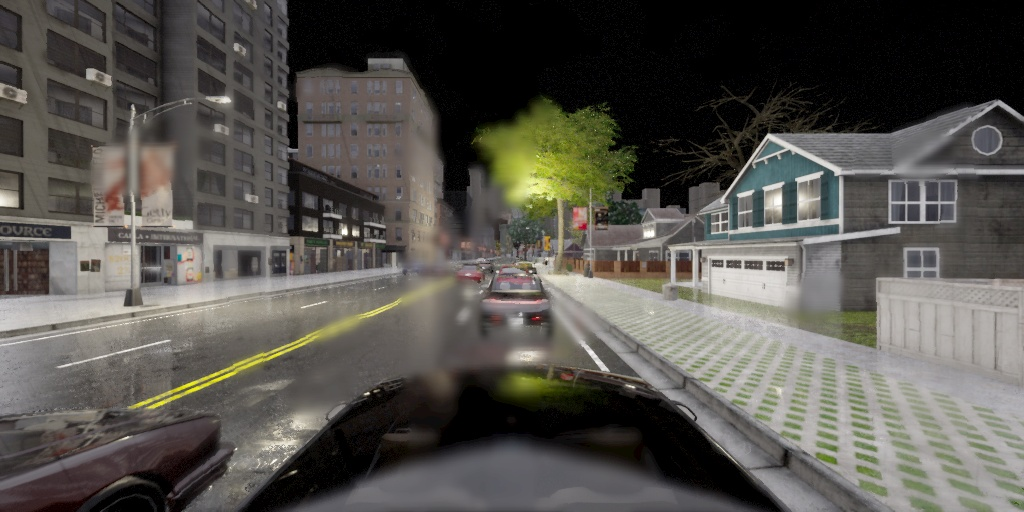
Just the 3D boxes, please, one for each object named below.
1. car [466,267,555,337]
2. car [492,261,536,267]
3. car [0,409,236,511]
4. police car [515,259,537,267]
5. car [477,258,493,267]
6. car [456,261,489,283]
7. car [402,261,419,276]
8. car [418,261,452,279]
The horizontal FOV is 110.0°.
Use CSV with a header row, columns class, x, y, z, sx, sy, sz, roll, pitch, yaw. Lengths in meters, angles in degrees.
class,x,y,z,sx,sy,sz,roll,pitch,yaw
car,0.113,1.241,10.309,2.128,1.511,4.902,0,0,0
car,0.122,1.222,19.812,1.882,1.535,5.008,0,0,0
car,-3.151,1.297,0.371,2.033,1.411,5.357,0,0,0
police car,1.008,1.161,29.541,1.930,1.638,5.238,0,0,0
car,-3.101,1.213,42.744,2.128,1.511,4.902,0,0,0
car,-3.117,1.302,27.771,1.994,1.385,4.181,0,0,0
car,-9.808,1.253,37.208,1.812,1.442,4.674,0,0,0
car,-6.564,1.297,31.765,1.994,1.385,4.181,0,0,0
